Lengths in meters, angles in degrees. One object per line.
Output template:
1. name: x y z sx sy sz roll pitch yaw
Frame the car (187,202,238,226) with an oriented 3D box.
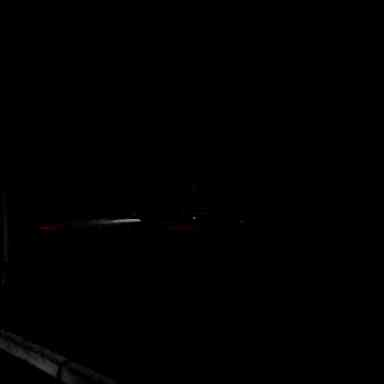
1. car: 1.495 1.759 26.367 1.882 1.535 5.008 -2 -1 33

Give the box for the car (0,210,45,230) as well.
1. car: -12.979 2.076 23.580 2.128 1.511 4.902 -2 -1 34

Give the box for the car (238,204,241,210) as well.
1. car: 6.064 2.287 53.294 2.033 1.411 5.357 -2 -2 32

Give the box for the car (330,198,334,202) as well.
1. car: 35.206 2.318 82.149 1.812 1.442 4.674 -2 -2 43

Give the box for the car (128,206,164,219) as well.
1. car: -4.936 2.176 35.986 1.994 1.385 4.181 -2 -1 32
